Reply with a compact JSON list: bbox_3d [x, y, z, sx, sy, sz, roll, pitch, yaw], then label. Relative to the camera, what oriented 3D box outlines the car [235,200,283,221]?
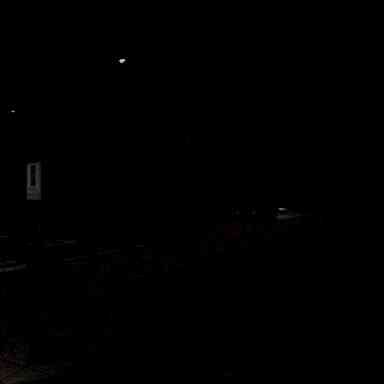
[{"bbox_3d":[5.345,1.582,26.895,1.895,1.301,4.718,-1,0,35],"label":"car"}]

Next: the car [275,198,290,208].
[{"bbox_3d":[13.085,1.614,49.076,1.812,1.442,4.674,-1,-1,35],"label":"car"}]
